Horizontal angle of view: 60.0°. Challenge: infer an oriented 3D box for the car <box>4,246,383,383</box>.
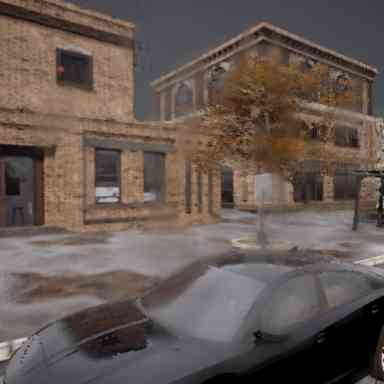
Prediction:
[{"bbox_3d":[0.663,1.478,3.852,5.008,1.535,1.882,0,0,-35],"label":"car"}]
